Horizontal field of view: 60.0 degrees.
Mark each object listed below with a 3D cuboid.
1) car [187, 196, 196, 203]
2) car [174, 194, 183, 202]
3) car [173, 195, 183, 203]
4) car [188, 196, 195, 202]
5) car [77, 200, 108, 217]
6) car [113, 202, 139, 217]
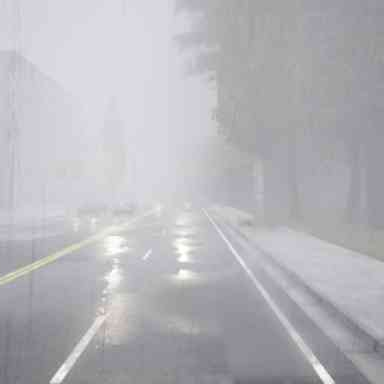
[{"bbox_3d":[-0.053,1.634,75.412,2.097,1.767,4.553,0,0,0],"label":"car"},{"bbox_3d":[-3.309,1.493,84.165,2.097,1.767,4.553,0,0,0],"label":"car"},{"bbox_3d":[-3.303,1.780,75.024,1.837,1.490,4.892,0,0,0],"label":"car"},{"bbox_3d":[-0.059,1.660,84.199,1.812,1.442,4.674,0,0,0],"label":"car"},{"bbox_3d":[-9.778,1.601,32.915,1.882,1.535,5.008,0,-1,0],"label":"car"},{"bbox_3d":[-6.523,1.669,33.491,2.033,1.411,5.357,0,0,0],"label":"car"}]
